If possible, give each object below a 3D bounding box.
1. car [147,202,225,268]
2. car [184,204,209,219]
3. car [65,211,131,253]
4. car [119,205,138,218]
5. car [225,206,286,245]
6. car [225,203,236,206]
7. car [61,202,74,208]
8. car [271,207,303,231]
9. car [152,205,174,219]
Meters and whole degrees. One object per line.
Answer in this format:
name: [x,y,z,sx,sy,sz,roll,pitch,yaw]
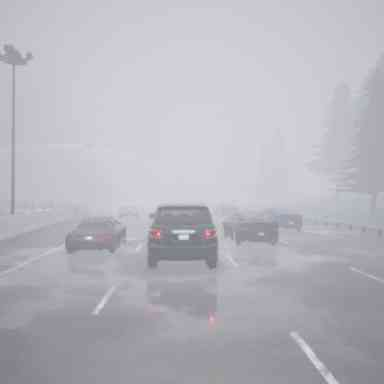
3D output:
car: [-0.382,1.376,11.996,2.150,2.045,5.566,0,0,-3]
car: [0.396,2.046,35.485,1.895,1.301,4.718,0,-1,-10]
car: [-4.081,1.752,14.698,1.994,1.385,4.181,0,-1,-4]
car: [-6.616,2.042,34.958,1.895,1.301,4.718,0,-1,-10]
car: [2.781,1.687,16.735,1.882,1.535,5.008,0,-1,-5]
car: [3.736,1.934,36.561,1.882,1.535,5.008,0,-1,-10]
car: [-23.418,2.321,62.704,1.812,1.442,4.674,0,-1,-12]
car: [5.740,1.758,22.568,1.882,1.535,5.008,0,-1,-6]
car: [-3.122,2.045,35.302,1.895,1.301,4.718,0,-1,-10]
